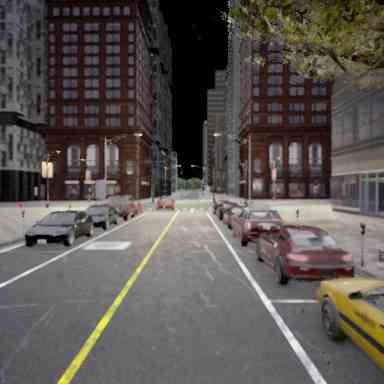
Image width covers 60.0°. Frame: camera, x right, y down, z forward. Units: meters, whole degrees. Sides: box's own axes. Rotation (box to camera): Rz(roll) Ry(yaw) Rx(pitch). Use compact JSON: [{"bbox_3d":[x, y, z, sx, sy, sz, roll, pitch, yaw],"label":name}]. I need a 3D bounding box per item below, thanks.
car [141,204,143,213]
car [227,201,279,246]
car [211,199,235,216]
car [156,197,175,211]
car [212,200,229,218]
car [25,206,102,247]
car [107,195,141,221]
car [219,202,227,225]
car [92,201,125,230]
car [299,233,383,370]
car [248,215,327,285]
[{"bbox_3d":[-5.658,1.448,31.659,1.802,1.307,4.206,0,0,0],"label":"car"},{"bbox_3d":[2.861,1.370,14.735,1.967,1.590,4.097,0,0,0],"label":"car"},{"bbox_3d":[2.867,1.432,31.654,1.947,1.339,4.313,0,0,0],"label":"car"},{"bbox_3d":[-2.985,1.343,38.267,1.882,1.535,5.008,0,0,0],"label":"car"},{"bbox_3d":[2.865,1.451,26.013,1.947,1.339,4.313,0,0,0],"label":"car"},{"bbox_3d":[-5.665,1.496,14.743,1.947,1.339,4.313,0,0,0],"label":"car"},{"bbox_3d":[-5.661,1.201,26.018,2.192,1.841,5.009,0,0,0],"label":"car"},{"bbox_3d":[2.863,1.490,20.374,1.802,1.307,4.206,0,0,0],"label":"car"},{"bbox_3d":[-5.662,1.474,20.381,1.947,1.339,4.313,0,0,0],"label":"car"},{"bbox_3d":[2.857,1.507,3.627,1.752,1.417,4.829,0,0,0],"label":"car"},{"bbox_3d":[2.859,1.538,9.096,1.802,1.307,4.206,0,0,0],"label":"car"}]
